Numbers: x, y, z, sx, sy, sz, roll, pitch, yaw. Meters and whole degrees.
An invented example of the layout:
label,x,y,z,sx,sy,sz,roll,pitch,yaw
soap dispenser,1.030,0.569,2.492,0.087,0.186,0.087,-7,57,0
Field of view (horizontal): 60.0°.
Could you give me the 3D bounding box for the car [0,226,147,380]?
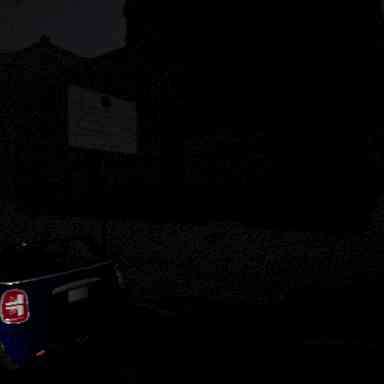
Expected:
label,x,y,z,sx,sy,sz,roll,pitch,yaw
car,-3.224,1.355,5.575,4.553,1.767,2.185,0,0,35
